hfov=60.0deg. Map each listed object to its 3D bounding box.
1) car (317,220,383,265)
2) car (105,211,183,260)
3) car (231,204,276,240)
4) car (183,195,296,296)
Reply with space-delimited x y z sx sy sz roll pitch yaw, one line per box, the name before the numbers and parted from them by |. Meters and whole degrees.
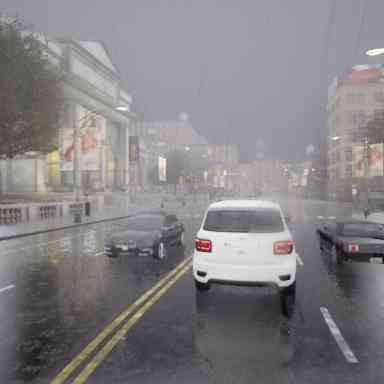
car | 5.564 1.611 11.412 1.895 1.301 4.718 0 0 12
car | -1.552 1.516 12.642 1.837 1.490 4.892 0 -1 13
car | 3.430 1.506 18.290 2.128 1.511 4.902 0 0 12
car | 1.467 1.229 8.984 2.150 2.045 5.566 0 0 11
